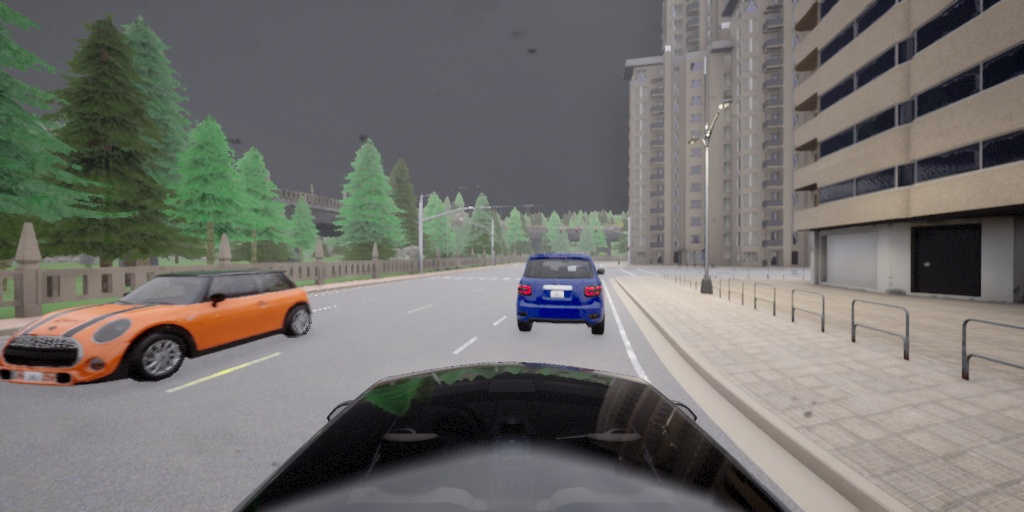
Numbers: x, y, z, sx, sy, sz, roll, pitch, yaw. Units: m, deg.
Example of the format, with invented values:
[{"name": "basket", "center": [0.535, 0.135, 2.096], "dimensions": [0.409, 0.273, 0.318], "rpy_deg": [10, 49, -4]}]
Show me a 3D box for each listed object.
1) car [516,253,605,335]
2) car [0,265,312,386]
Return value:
[{"name": "car", "center": [1.558, 0.942, 10.686], "dimensions": [2.150, 2.045, 5.566], "rpy_deg": [0, 0, 12]}, {"name": "car", "center": [-6.347, 1.082, 7.216], "dimensions": [2.097, 1.767, 4.553], "rpy_deg": [0, 0, 9]}]
